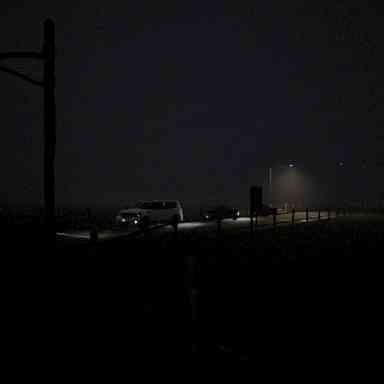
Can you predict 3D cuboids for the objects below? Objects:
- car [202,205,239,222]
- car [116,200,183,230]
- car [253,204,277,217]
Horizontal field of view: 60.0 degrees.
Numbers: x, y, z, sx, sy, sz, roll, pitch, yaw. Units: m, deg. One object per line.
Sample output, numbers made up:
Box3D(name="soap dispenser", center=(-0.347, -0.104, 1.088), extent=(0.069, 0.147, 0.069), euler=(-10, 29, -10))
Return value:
Box3D(name="car", center=(2.841, 2.067, 32.552), extent=(2.128, 1.511, 4.902), euler=(0, -1, 36))
Box3D(name="car", center=(-2.973, 1.608, 24.612), extent=(2.150, 2.045, 5.566), euler=(0, -1, 36))
Box3D(name="car", center=(8.869, 2.266, 40.782), extent=(2.128, 1.511, 4.902), euler=(0, -1, 36))
